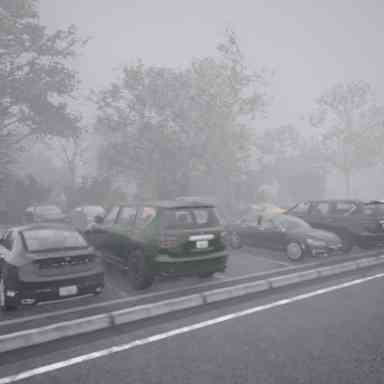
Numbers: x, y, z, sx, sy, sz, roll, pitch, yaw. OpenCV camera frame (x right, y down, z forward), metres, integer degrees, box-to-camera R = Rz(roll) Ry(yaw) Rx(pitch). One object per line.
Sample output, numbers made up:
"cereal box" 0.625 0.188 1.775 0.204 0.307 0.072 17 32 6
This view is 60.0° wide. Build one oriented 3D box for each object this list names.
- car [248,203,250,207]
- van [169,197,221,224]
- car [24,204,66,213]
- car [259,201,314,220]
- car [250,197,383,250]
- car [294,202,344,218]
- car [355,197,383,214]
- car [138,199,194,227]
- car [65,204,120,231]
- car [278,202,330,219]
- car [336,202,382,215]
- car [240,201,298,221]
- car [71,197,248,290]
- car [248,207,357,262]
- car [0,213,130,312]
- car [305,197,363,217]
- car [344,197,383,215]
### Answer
"car" 4.730 1.737 29.849 2.002 1.452 4.674 1 -1 -35
"van" 0.126 1.397 26.714 1.878 1.987 4.442 1 0 -35
"car" -8.884 1.504 20.166 2.097 1.535 5.008 0 0 -35
"car" 9.267 1.770 33.082 2.097 1.535 5.008 1 -1 -36
"car" 5.531 1.339 14.397 2.435 2.045 5.566 1 0 -35
"car" 13.780 1.873 36.345 2.163 1.488 4.792 1 -1 -35
"car" 25.048 1.799 44.317 2.435 2.045 5.566 1 -1 -36
"car" -2.054 1.464 24.980 2.185 1.767 4.553 1 0 -35
"car" -6.612 1.570 21.778 2.002 1.452 4.674 1 0 -35
"car" 11.547 1.836 34.680 2.163 1.488 4.792 1 -1 -36
"car" 20.497 2.002 41.101 2.002 1.452 4.674 1 -1 -36
"car" 7.104 1.730 31.317 1.946 1.575 5.366 1 -1 -35
"car" -1.322 1.253 9.523 2.435 2.045 5.566 1 0 -35
"car" 3.256 1.558 12.751 2.231 1.521 4.892 1 0 -35
"car" -3.587 1.484 7.871 2.231 1.521 4.892 1 0 -35
"car" 16.081 1.630 37.918 2.435 2.045 5.566 1 -1 -36
"car" 22.882 1.756 42.771 2.435 2.045 5.566 1 -1 -35
